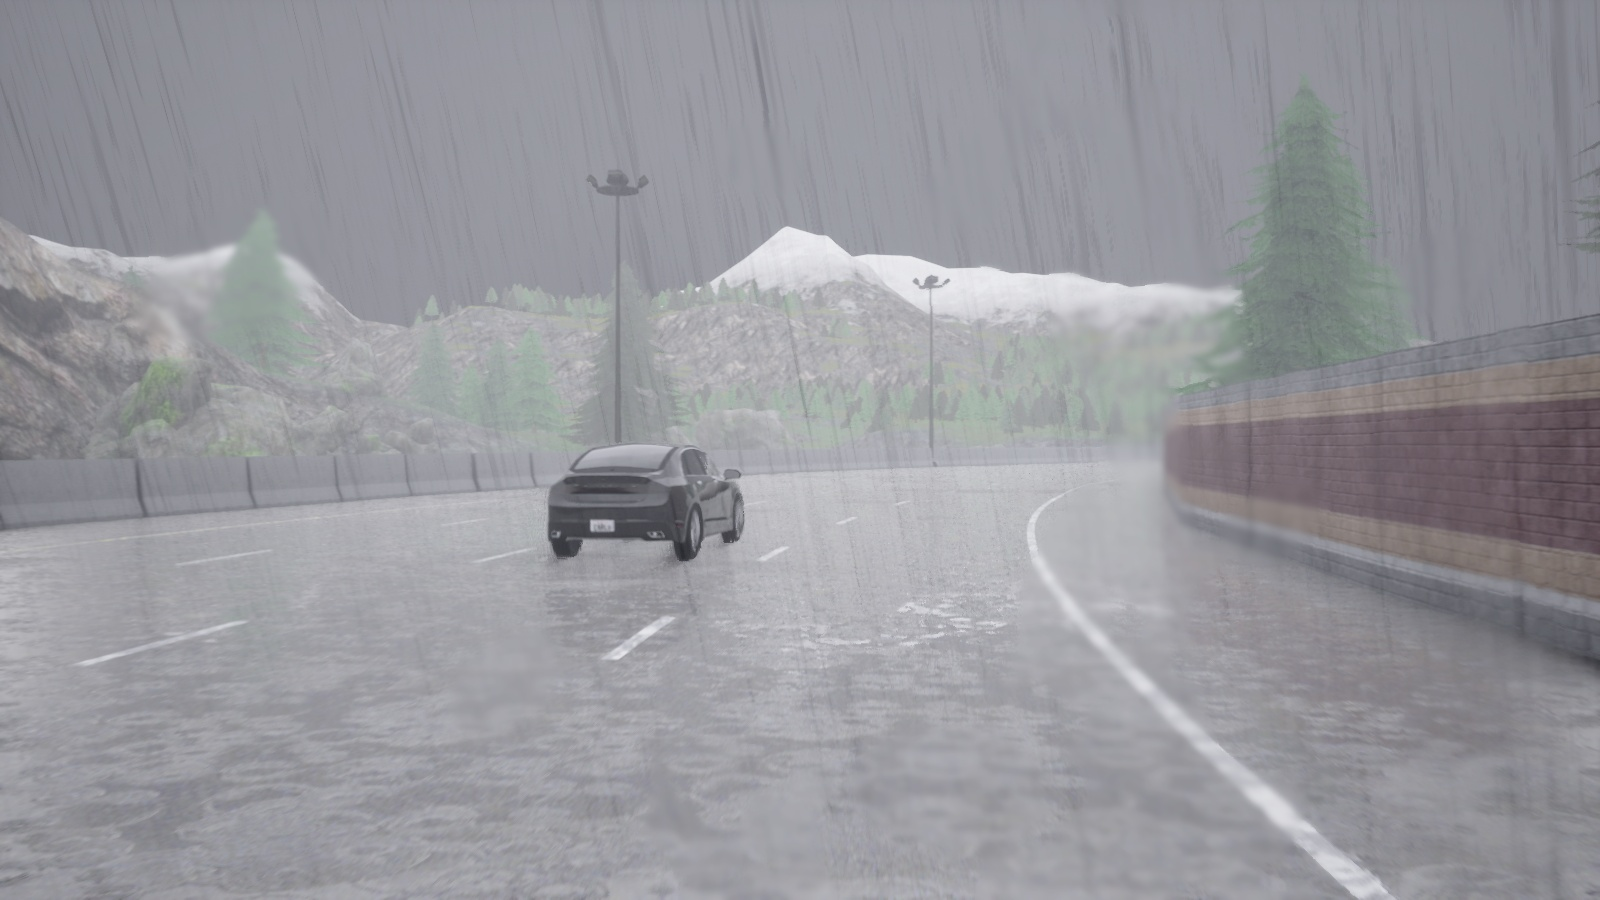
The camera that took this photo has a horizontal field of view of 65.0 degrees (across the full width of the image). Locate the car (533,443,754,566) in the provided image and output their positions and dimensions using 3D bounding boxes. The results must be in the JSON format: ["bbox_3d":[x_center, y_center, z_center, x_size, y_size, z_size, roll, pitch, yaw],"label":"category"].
[{"bbox_3d":[-2.010,0.649,17.706,1.837,1.490,4.892,0,0,8],"label":"car"}]
